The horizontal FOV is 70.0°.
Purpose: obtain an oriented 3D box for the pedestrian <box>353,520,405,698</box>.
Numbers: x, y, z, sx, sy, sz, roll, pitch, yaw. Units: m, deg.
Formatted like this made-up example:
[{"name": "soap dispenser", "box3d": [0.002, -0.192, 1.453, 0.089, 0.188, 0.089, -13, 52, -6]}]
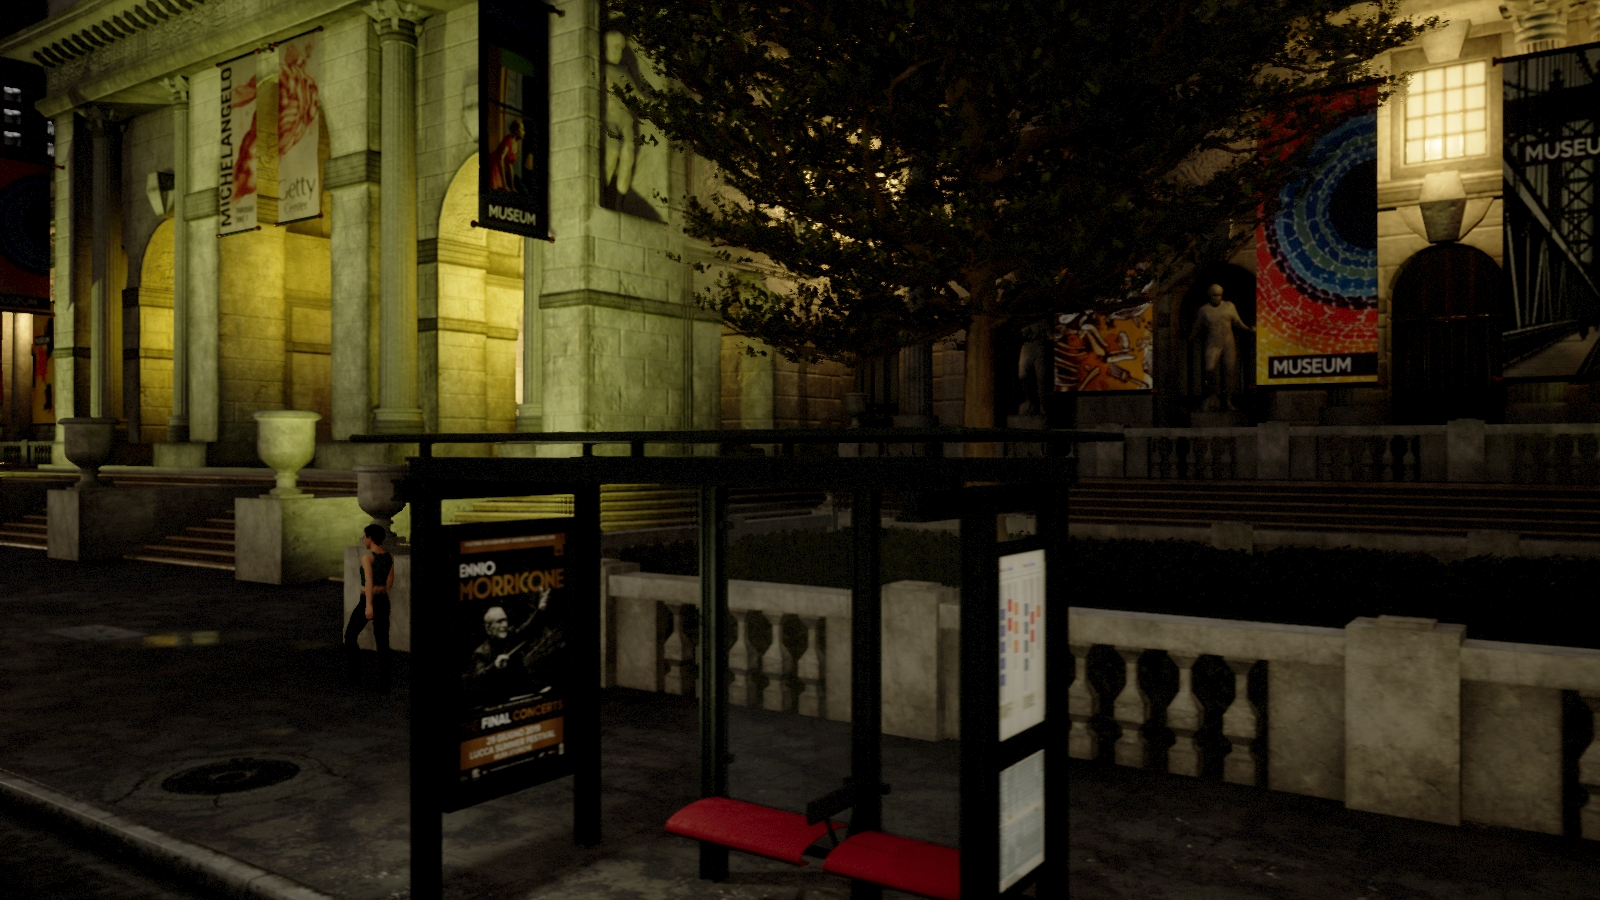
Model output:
[{"name": "pedestrian", "box3d": [-4.562, 1.705, 12.377, 0.375, 1.860, 0.375, 0, 0, 27]}]
